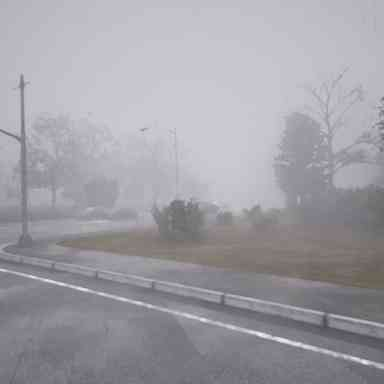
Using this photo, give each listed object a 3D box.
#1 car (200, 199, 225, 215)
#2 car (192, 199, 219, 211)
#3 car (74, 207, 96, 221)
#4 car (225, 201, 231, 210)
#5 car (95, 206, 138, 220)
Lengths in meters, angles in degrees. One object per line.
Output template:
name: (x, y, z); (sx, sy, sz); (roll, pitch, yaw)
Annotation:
car: (1.419, 1.791, 36.702); (2.097, 1.767, 4.553); (-3, -2, 32)
car: (2.382, 2.193, 58.033); (2.150, 2.045, 5.566); (-3, -2, 32)
car: (-10.861, 2.358, 37.088); (1.812, 1.442, 4.674); (-3, -2, 32)
car: (4.842, 2.315, 55.378); (2.128, 1.511, 4.902); (-3, -2, 33)
car: (-7.738, 2.261, 35.481); (1.994, 1.385, 4.181); (-3, -2, 32)
